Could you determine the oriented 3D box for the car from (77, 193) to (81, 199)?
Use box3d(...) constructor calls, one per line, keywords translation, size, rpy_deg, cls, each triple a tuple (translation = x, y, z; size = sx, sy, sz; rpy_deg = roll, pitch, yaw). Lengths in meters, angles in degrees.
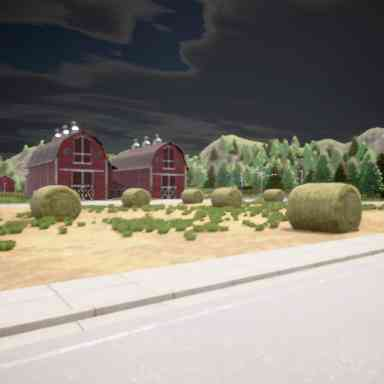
box3d(translation=(-22.971, 1.136, 64.491), size=(1.905, 1.878, 3.866), rpy_deg=(6, 3, 8), cls="car")
